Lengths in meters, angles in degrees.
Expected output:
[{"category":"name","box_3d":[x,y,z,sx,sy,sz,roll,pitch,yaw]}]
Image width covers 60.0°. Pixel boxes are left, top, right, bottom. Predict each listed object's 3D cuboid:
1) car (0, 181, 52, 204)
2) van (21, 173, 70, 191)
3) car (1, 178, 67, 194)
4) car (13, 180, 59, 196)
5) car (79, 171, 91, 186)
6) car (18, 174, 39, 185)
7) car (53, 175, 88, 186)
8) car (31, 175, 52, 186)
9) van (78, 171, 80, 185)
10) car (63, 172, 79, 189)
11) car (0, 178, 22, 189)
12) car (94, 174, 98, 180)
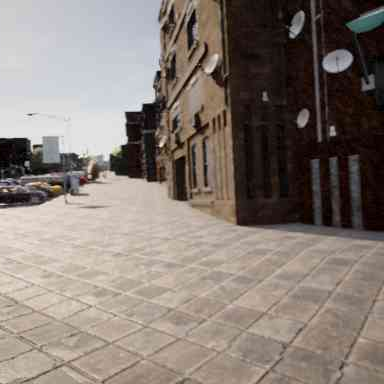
[{"category":"car","box_3d":[-13.995,0.247,26.082,4.892,1.521,2.231,-4,5,-31]},{"category":"van","box_3d":[-15.661,-0.698,35.061,4.442,1.987,1.878,-4,5,-31]},{"category":"car","box_3d":[-15.324,-0.221,31.941,5.366,1.575,1.946,-4,6,-31]},{"category":"car","box_3d":[-14.573,0.048,29.063,4.674,1.452,2.002,-4,6,-31]},{"category":"car","box_3d":[-18.687,-1.905,49.907,5.566,2.045,2.435,-4,5,-31]},{"category":"car","box_3d":[-28.922,-2.247,59.026,2.097,1.767,4.553,-3,5,-11]},{"category":"car","box_3d":[-19.299,-1.889,52.887,4.892,1.521,2.231,-4,5,-31]},{"category":"car","box_3d":[-24.712,-1.891,54.759,1.882,1.535,5.008,-3,5,-10]},{"category":"van","box_3d":[-17.627,-1.396,43.870,4.442,1.987,1.878,-4,6,-31]},{"category":"car","box_3d":[-16.371,-0.952,37.955,5.566,2.045,2.435,-4,6,-31]},{"category":"car","box_3d":[-26.974,-1.297,49.227,1.812,1.442,4.674,-3,5,-11]},{"category":"car","box_3d":[-21.496,-2.854,64.905,5.366,1.575,1.946,-4,5,-31]}]
